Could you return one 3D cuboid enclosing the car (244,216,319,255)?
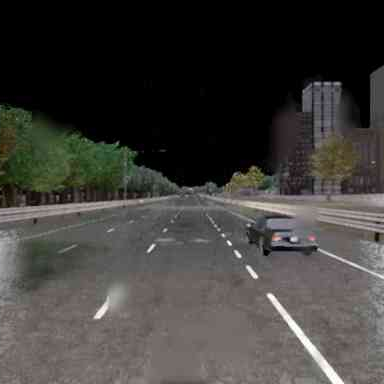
[{"bbox_3d":[3.501,1.698,13.948,2.033,1.411,5.357,0,-1,-1],"label":"car"}]
